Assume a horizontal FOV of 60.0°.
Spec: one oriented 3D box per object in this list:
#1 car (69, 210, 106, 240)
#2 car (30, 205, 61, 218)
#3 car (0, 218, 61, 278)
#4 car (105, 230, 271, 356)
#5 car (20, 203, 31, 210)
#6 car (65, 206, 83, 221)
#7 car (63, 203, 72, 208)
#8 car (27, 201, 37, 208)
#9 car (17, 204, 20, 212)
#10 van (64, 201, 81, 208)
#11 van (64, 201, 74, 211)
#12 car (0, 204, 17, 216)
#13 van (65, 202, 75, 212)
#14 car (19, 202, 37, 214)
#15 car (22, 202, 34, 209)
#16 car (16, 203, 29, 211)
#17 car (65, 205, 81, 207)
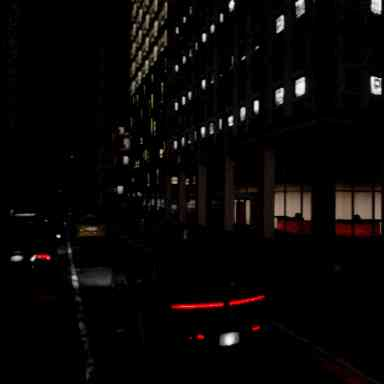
[{"bbox_3d":[-6.162,1.997,19.864,1.752,1.417,4.829,1,-2,-22],"label":"car"},{"bbox_3d":[-12.046,2.091,27.728,1.882,1.535,5.008,1,-2,-21],"label":"car"},{"bbox_3d":[-5.360,1.787,10.778,2.033,1.411,5.357,1,-2,-21],"label":"car"},{"bbox_3d":[-0.407,1.682,6.520,1.837,1.490,4.892,1,-2,-22],"label":"car"},{"bbox_3d":[-34.802,3.002,69.636,1.802,1.307,4.206,1,-2,-22],"label":"car"},{"bbox_3d":[-10.282,2.249,30.308,2.008,1.369,4.403,1,-2,-22],"label":"car"},{"bbox_3d":[-31.187,3.361,83.308,1.947,1.339,4.313,1,-1,-22],"label":"car"},{"bbox_3d":[-41.071,3.178,85.539,1.967,1.590,4.097,1,-1,-22],"label":"car"},{"bbox_3d":[-28.530,2.674,53.735,1.802,1.307,4.206,1,-2,-22],"label":"car"},{"bbox_3d":[-14.461,2.265,40.912,1.690,1.788,3.998,1,-2,-22],"label":"van"},{"bbox_3d":[-24.913,2.816,67.412,1.690,1.788,3.998,1,-2,-22],"label":"van"},{"bbox_3d":[-24.349,2.438,43.136,1.947,1.339,4.313,1,-2,-22],"label":"car"},{"bbox_3d":[-22.822,2.706,62.111,1.690,1.788,3.998,1,-2,-22],"label":"van"},{"bbox_3d":[-24.440,2.621,50.485,1.994,1.385,4.181,1,-2,-21],"label":"car"},{"bbox_3d":[-36.892,3.077,74.936,2.008,1.369,4.403,1,-1,-22],"label":"car"},{"bbox_3d":[-32.711,2.856,64.336,1.887,1.381,4.507,1,-2,-22],"label":"car"},{"bbox_3d":[-12.372,2.394,35.606,1.802,1.307,4.206,1,-2,-22],"label":"car"}]
